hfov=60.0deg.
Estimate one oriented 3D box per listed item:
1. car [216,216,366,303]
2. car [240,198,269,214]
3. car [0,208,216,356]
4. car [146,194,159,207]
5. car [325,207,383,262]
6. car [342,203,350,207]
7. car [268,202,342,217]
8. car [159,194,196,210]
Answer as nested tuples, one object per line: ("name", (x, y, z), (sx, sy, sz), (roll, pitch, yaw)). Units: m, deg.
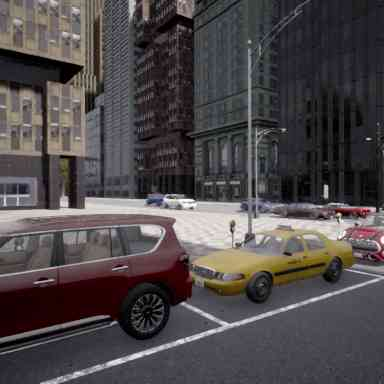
("car", (2.105, 1.525, 8.174), (4.829, 1.417, 1.752), (0, 0, -36))
("car", (7.460, 1.428, 37.041), (2.097, 1.767, 4.553), (0, 0, -36))
("car", (-2.309, 1.315, 5.008), (5.009, 1.841, 2.192), (0, 0, -36))
("car", (-5.564, 1.364, 55.316), (2.150, 2.045, 5.566), (0, 0, -35))
("car", (6.795, 1.439, 11.540), (4.097, 1.590, 1.967), (0, 0, -36))
("car", (13.106, 1.648, 29.154), (1.895, 1.301, 4.718), (0, 0, -36))
("car", (9.538, 1.612, 28.553), (2.033, 1.411, 5.357), (0, 0, -36))
("car", (-1.768, 1.345, 44.336), (2.150, 2.045, 5.566), (0, 0, -36))
